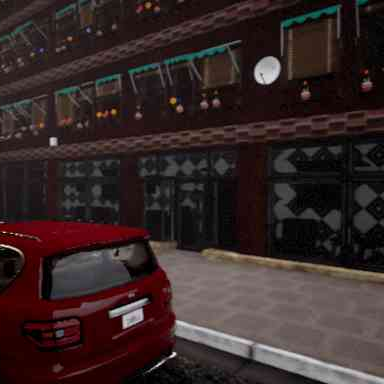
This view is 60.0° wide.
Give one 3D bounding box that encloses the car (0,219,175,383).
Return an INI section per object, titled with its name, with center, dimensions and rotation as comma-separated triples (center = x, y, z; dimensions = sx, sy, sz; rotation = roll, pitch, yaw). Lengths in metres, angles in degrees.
[car]
center = -2.524, 1.323, 4.656
dimensions = 5.009, 1.841, 2.192
rotation = 0, 1, 36
